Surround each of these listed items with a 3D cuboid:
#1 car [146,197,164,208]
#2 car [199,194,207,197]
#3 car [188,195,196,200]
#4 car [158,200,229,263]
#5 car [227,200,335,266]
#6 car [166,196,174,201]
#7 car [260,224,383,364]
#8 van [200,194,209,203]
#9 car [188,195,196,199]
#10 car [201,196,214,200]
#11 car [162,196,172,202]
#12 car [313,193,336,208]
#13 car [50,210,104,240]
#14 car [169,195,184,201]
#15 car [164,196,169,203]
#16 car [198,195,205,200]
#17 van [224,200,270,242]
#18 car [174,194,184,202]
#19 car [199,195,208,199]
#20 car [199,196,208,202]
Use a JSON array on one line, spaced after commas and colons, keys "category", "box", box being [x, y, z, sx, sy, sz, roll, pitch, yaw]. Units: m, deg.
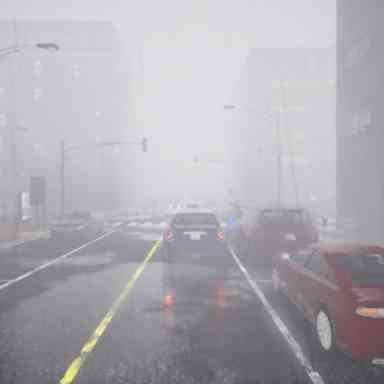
[{"category": "car", "box": [-5.701, 1.597, 49.410, 1.947, 1.339, 4.313, 0, 0, 0]}, {"category": "car", "box": [2.679, 1.594, 65.969, 1.887, 1.381, 4.507, 0, 0, 0]}, {"category": "car", "box": [-0.006, 1.451, 88.860, 2.033, 1.411, 5.357, 0, 0, 0]}, {"category": "car", "box": [0.099, 1.362, 12.164, 2.097, 1.767, 4.553, 0, 0, 0]}, {"category": "car", "box": [2.681, 1.320, 11.477, 2.192, 1.841, 5.009, 0, 0, 0]}, {"category": "car", "box": [-5.703, 1.660, 88.075, 1.802, 1.307, 4.206, 0, 0, 0]}, {"category": "car", "box": [2.683, 1.547, 5.949, 1.887, 1.381, 4.507, 0, 0, 0]}, {"category": "van", "box": [2.677, 1.397, 71.493, 1.690, 1.788, 3.998, 0, 0, 0]}, {"category": "car", "box": [-0.006, 1.582, 78.854, 1.812, 1.442, 4.674, 0, 0, 0]}, {"category": "car", "box": [2.681, 1.613, 49.399, 1.802, 1.307, 4.206, 0, 0, 0]}, {"category": "car", "box": [-5.703, 1.608, 77.028, 1.887, 1.381, 4.507, 0, 0, 0]}, {"category": "car", "box": [15.757, 1.052, 36.539, 5.009, 1.841, 2.192, -1, 1, 0]}, {"category": "car", "box": [-5.698, 1.590, 17.005, 1.802, 1.307, 4.206, 0, 0, 0]}, {"category": "car", "box": [-3.037, 1.644, 60.804, 1.895, 1.301, 4.718, 0, 0, 1]}, {"category": "car", "box": [-5.701, 1.609, 60.458, 1.947, 1.339, 4.313, 0, 0, 0]}, {"category": "car", "box": [2.677, 1.611, 93.756, 1.752, 1.417, 4.829, -1, 0, 0]}, {"category": "van", "box": [2.681, 1.349, 17.005, 1.690, 1.788, 3.998, 0, 0, 0]}, {"category": "car", "box": [-3.006, 1.417, 76.340, 2.097, 1.767, 4.553, 0, 0, 0]}, {"category": "car", "box": [2.680, 1.603, 54.922, 1.947, 1.339, 4.313, 0, 0, 0]}, {"category": "car", "box": [2.679, 1.629, 77.016, 1.947, 1.339, 4.313, 0, 0, 0]}]
